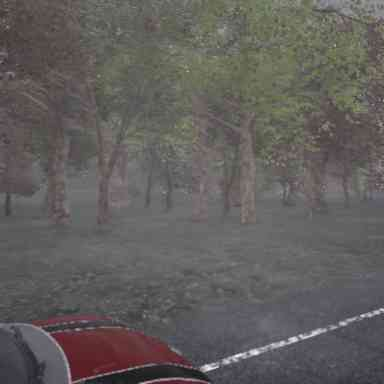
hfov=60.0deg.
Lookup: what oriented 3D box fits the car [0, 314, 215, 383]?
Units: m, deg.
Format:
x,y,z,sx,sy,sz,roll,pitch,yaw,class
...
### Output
x,y,z,sx,sy,sz,roll,pitch,yaw,class
-1.845,1.354,1.616,4.553,1.767,2.097,0,0,-33,car
